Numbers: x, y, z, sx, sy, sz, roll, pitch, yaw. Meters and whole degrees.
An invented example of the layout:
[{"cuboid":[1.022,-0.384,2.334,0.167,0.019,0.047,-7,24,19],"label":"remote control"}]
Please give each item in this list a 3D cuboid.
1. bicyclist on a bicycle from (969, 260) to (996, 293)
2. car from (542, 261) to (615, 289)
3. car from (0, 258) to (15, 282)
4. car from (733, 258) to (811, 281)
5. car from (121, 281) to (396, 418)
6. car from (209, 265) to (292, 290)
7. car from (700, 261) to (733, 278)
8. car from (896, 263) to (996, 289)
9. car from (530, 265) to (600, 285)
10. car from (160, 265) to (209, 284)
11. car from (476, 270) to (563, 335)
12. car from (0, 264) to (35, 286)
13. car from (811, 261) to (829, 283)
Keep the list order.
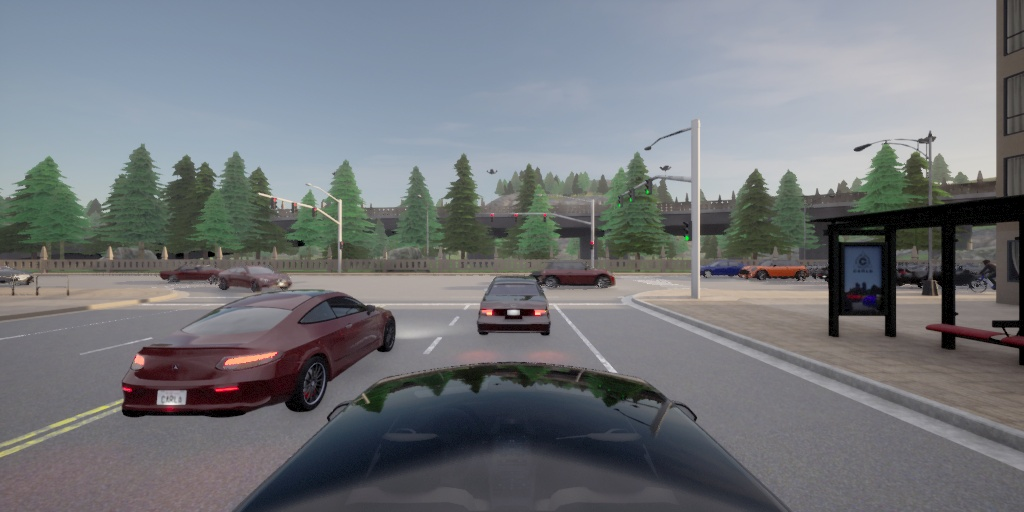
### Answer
[{"cuboid":[22.756,0.995,17.037,0.582,1.620,1.656,0,0,1],"label":"bicyclist on a bicycle"},{"cuboid":[3.947,1.064,22.032,4.553,1.767,2.097,0,0,1],"label":"car"},{"cuboid":[-39.648,1.045,25.889,4.553,1.767,2.097,0,0,-2],"label":"car"},{"cuboid":[20.954,1.046,28.951,4.553,1.767,2.097,0,0,2],"label":"car"},{"cuboid":[-3.447,1.276,5.949,1.812,1.442,4.674,0,0,0],"label":"car"},{"cuboid":[-14.760,1.243,20.540,4.674,1.442,1.812,1,0,23],"label":"car"},{"cuboid":[18.908,1.172,32.505,5.008,1.535,1.882,0,0,1],"label":"car"},{"cuboid":[25.565,1.186,21.727,4.902,1.511,2.128,0,0,2],"label":"car"},{"cuboid":[3.693,1.302,25.537,4.718,1.301,1.895,0,0,1],"label":"car"},{"cuboid":[-22.234,1.295,25.842,4.718,1.301,1.895,0,0,1],"label":"car"},{"cuboid":[0.088,1.297,10.443,2.033,1.411,5.357,0,0,1],"label":"car"},{"cuboid":[-33.055,1.185,22.436,4.902,1.511,2.128,0,0,0],"label":"car"},{"cuboid":[24.486,1.199,25.265,4.892,1.490,1.837,0,0,2],"label":"car"}]
